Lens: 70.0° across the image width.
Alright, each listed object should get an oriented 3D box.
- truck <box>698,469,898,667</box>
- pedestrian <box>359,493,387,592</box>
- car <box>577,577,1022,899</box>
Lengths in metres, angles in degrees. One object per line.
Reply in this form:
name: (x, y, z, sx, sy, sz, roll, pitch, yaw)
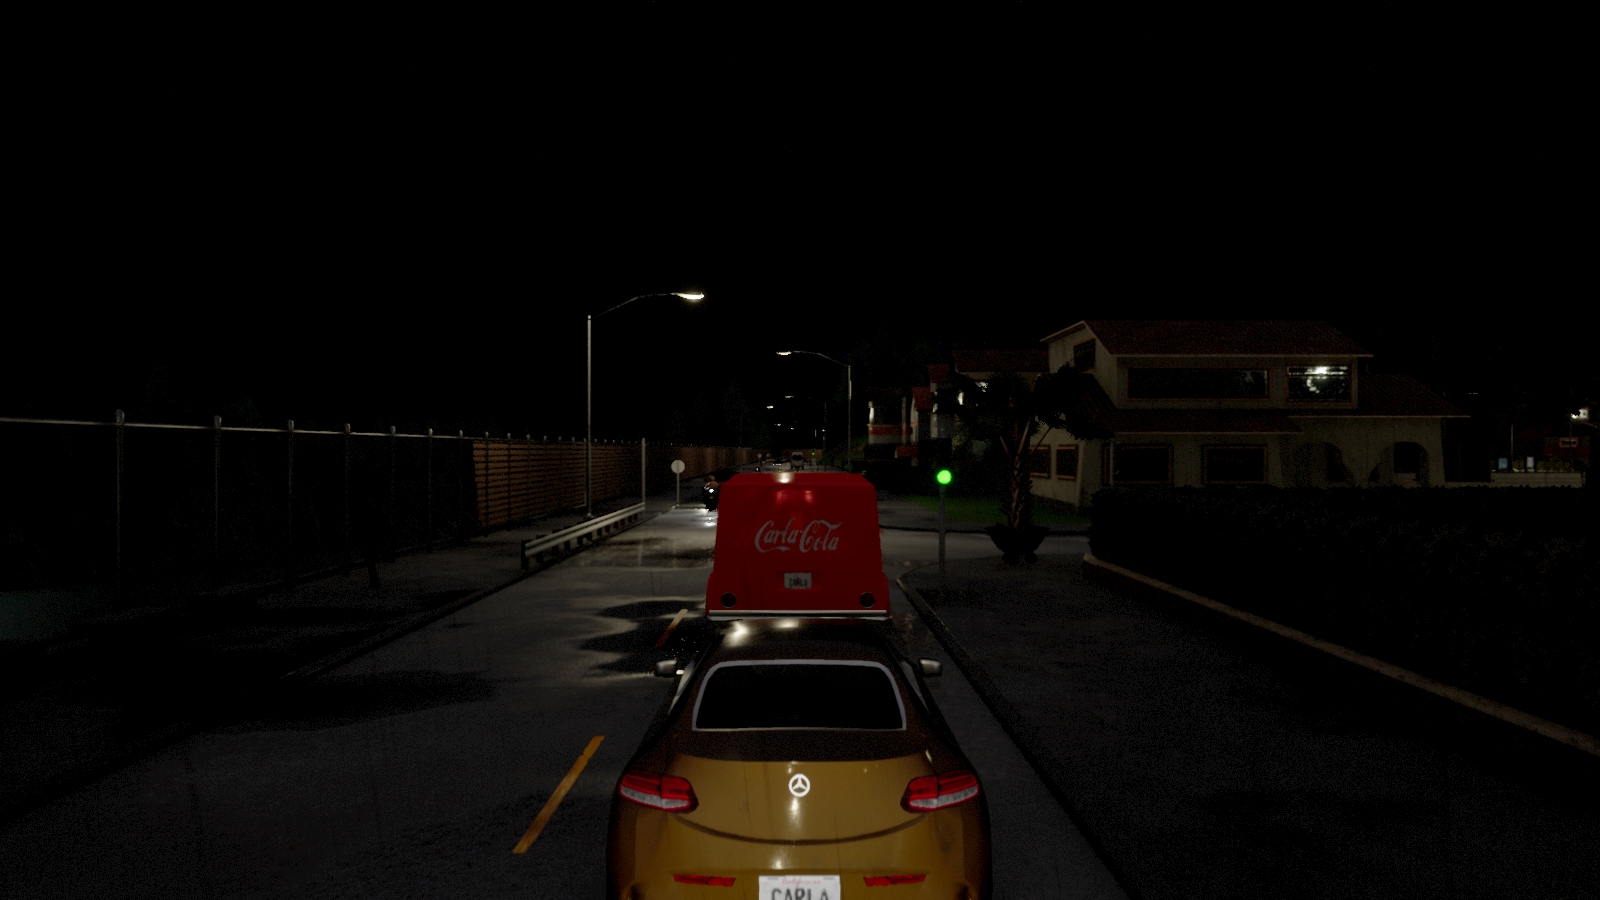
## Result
truck: (-0.029, 1.590, 17.586, 2.627, 2.467, 5.204, 0, 1, 0)
pedestrian: (-8.159, 1.761, 21.837, 0.375, 1.860, 0.375, 0, 0, 8)
car: (-0.009, 1.999, 8.027, 2.152, 1.651, 5.027, 0, 0, 0)
